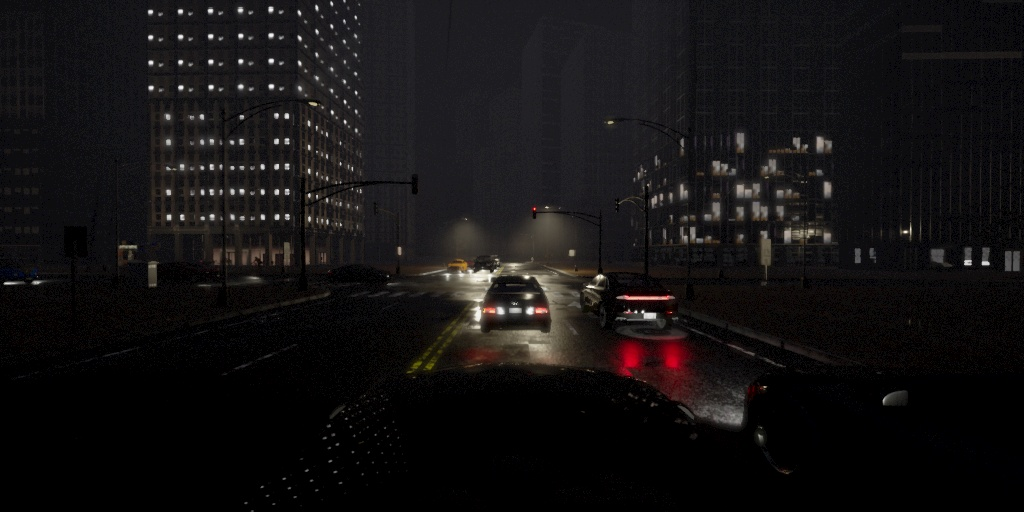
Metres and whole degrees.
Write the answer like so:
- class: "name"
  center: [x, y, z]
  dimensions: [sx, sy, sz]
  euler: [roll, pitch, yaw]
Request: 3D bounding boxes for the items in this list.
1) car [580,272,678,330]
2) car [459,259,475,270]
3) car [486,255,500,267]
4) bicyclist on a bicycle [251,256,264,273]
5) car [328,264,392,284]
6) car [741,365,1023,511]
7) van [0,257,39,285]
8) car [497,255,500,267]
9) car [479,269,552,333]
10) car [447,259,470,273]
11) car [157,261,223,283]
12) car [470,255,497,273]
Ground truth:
- class: "car"
  center: [3.359, 1.238, 11.125]
  dimensions: [2.128, 1.511, 4.902]
  euler: [0, 0, 0]
- class: "car"
  center: [-6.526, 1.223, 52.660]
  dimensions: [1.812, 1.442, 4.674]
  euler: [0, 0, 0]
- class: "car"
  center: [-3.253, 0.896, 63.106]
  dimensions: [2.150, 2.045, 5.566]
  euler: [0, 0, 0]
- class: "bicyclist on a bicycle"
  center: [-24.659, 0.867, 34.749]
  dimensions: [0.582, 1.620, 1.656]
  euler: [0, 1, 1]
- class: "car"
  center: [-10.857, 1.270, 25.671]
  dimensions: [4.181, 1.385, 1.994]
  euler: [0, 0, 1]
- class: "car"
  center: [3.354, 1.314, 1.969]
  dimensions: [1.994, 1.385, 4.181]
  euler: [0, 0, 0]
- class: "van"
  center: [-33.905, 0.959, 23.672]
  dimensions: [3.998, 1.789, 1.690]
  euler: [0, 0, 2]
- class: "car"
  center: [-3.276, 1.048, 52.878]
  dimensions: [2.097, 1.767, 4.553]
  euler: [0, 0, 0]
- class: "car"
  center: [0.111, 1.294, 10.713]
  dimensions: [2.033, 1.411, 5.357]
  euler: [0, 0, 1]
- class: "car"
  center: [-6.540, 1.193, 43.248]
  dimensions: [1.882, 1.535, 5.008]
  euler: [0, 0, 0]
- class: "car"
  center: [-23.739, 1.123, 25.987]
  dimensions: [5.008, 1.535, 1.882]
  euler: [1, 1, 1]
- class: "car"
  center: [-3.291, 0.937, 42.924]
  dimensions: [2.150, 2.045, 5.566]
  euler: [0, 0, 0]
